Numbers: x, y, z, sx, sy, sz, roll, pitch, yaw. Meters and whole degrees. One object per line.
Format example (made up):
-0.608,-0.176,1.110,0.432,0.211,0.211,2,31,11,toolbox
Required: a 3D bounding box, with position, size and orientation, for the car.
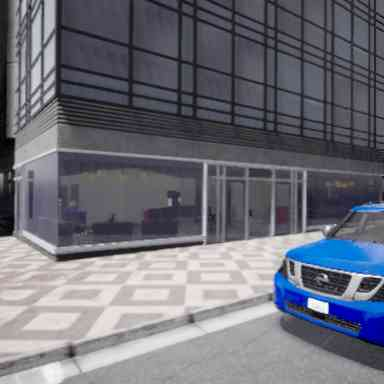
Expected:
3.987,1.216,6.204,5.566,2.045,2.150,0,0,-36,car
